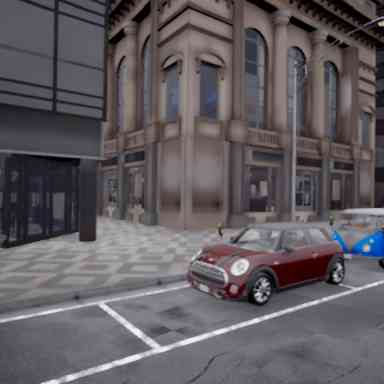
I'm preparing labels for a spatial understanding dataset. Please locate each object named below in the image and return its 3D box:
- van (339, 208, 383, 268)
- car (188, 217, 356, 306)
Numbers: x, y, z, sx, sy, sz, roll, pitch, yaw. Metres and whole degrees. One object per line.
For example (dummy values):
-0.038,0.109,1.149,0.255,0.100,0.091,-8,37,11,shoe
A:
6.458,1.451,11.372,3.998,1.788,1.690,1,0,-36,van
1.881,1.497,8.102,4.097,1.590,1.967,1,0,-36,car
